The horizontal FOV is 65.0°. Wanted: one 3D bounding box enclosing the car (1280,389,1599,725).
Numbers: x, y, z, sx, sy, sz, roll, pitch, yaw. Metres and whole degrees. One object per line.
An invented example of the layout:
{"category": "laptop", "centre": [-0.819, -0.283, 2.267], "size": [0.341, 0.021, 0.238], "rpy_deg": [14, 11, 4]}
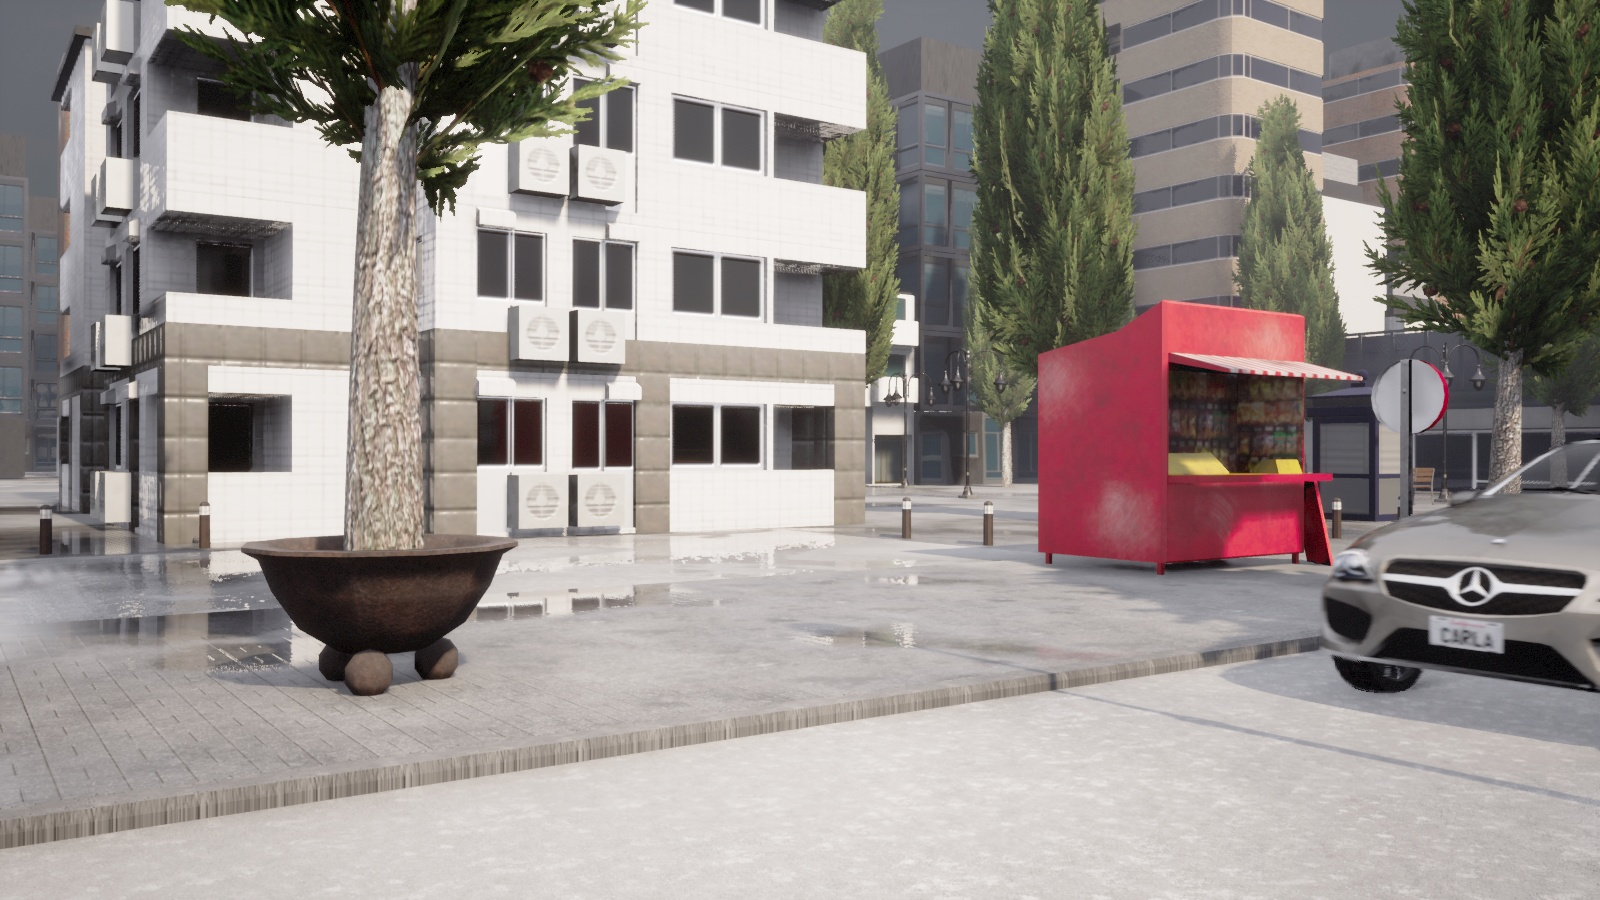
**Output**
{"category": "car", "centre": [5.593, 0.532, 8.182], "size": [5.027, 1.651, 2.152], "rpy_deg": [0, 0, -35]}
